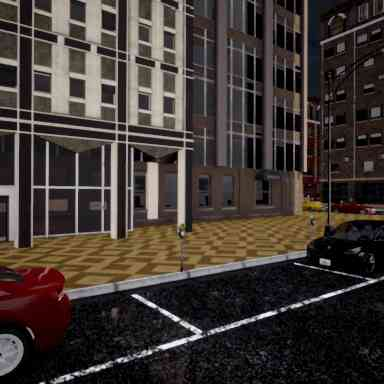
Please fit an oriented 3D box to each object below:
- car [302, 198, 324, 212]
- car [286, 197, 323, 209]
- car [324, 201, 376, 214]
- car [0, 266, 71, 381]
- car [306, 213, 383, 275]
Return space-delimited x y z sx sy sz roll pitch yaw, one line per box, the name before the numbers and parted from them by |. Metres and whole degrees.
car | 12.283 1.467 36.611 1.752 1.417 4.829 0 0 -36
car | 15.574 1.500 46.381 1.752 1.417 4.829 0 0 -36
car | 15.492 1.535 32.154 1.802 1.307 4.206 0 0 -36
car | -3.793 1.545 3.847 4.507 1.381 1.887 0 0 -36
car | 5.455 1.567 10.473 4.313 1.339 1.947 0 0 -36
